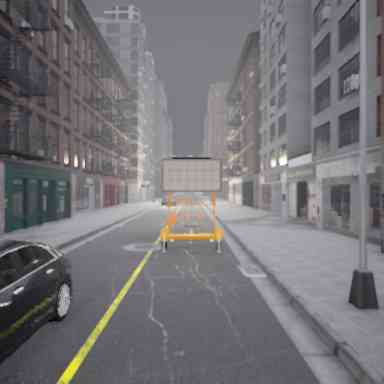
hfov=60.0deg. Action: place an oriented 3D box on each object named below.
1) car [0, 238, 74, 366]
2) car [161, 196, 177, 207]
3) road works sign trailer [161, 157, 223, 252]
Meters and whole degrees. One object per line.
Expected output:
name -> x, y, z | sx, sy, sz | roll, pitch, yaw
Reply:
car -> -3.106, 1.481, 4.349 | 1.837, 1.490, 4.892 | 0, 0, 0
car -> -3.142, 1.295, 46.200 | 1.994, 1.385, 4.181 | 0, 0, 0
road works sign trailer -> -0.012, 0.389, 13.463 | 2.380, 3.560, 2.880 | 0, 0, 0
